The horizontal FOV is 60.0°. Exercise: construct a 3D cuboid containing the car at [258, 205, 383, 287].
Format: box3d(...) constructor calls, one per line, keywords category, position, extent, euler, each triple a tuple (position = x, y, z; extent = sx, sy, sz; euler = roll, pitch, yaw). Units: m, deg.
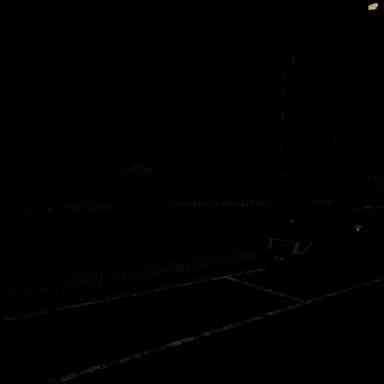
box3d(category="car", position=(4.163, 1.313, 9.503), extent=(5.009, 1.841, 2.192), euler=(0, 0, -35))
